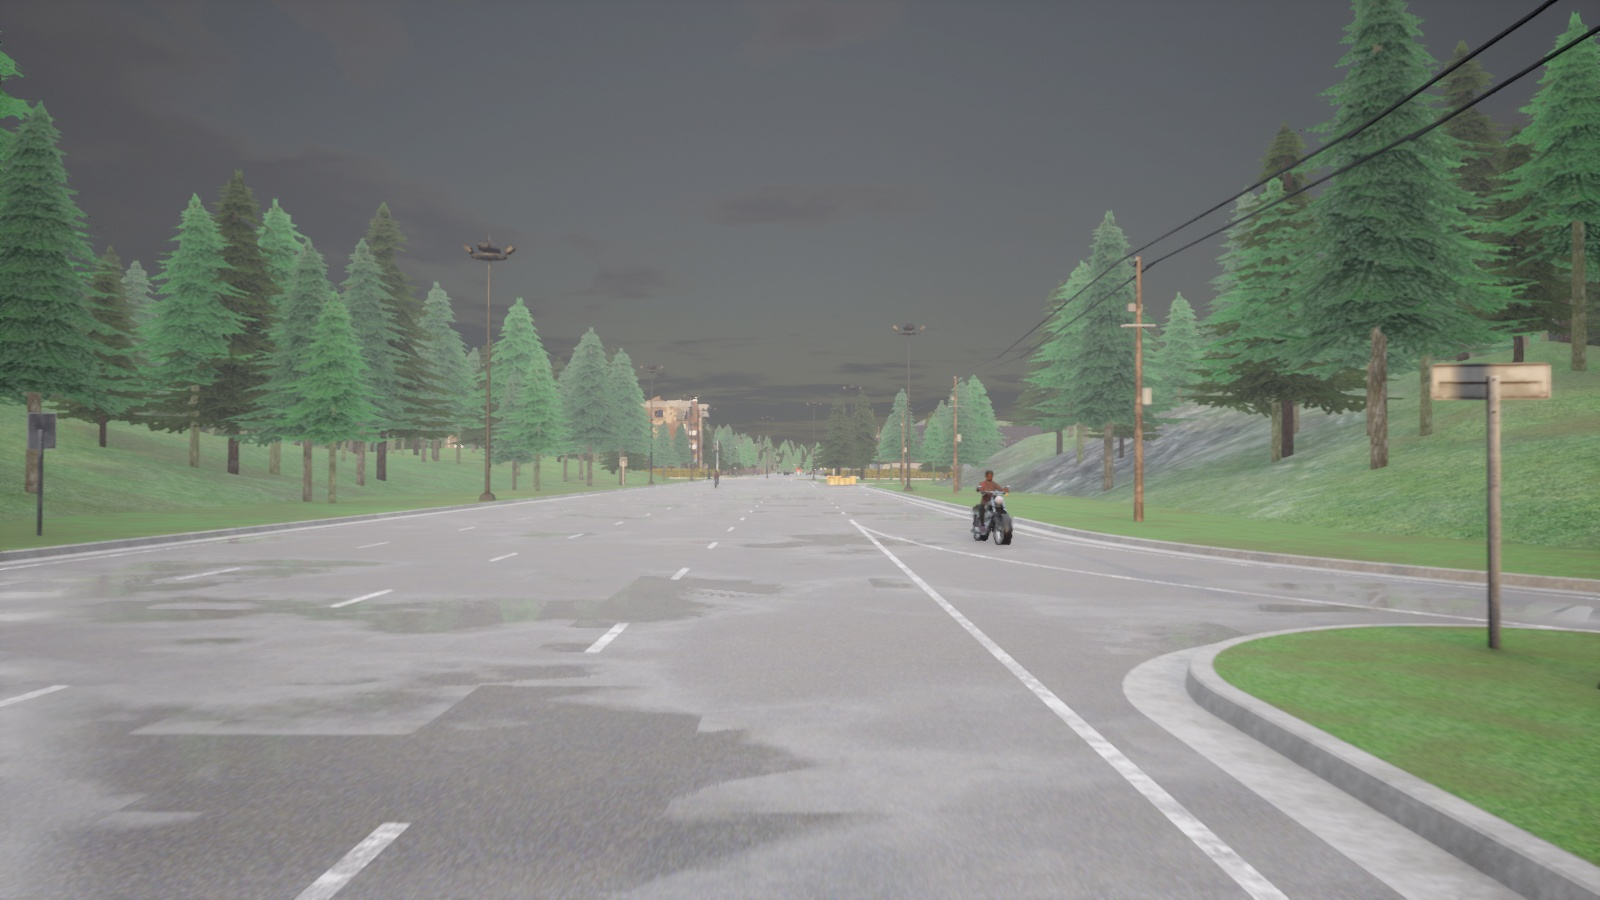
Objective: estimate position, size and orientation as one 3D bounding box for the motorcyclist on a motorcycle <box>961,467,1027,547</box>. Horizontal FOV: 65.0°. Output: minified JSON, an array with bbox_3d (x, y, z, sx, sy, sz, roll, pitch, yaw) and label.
[{"bbox_3d":[4.183,1.204,27.236,0.766,1.649,2.350,0,-1,-8],"label":"motorcyclist on a motorcycle"}]
